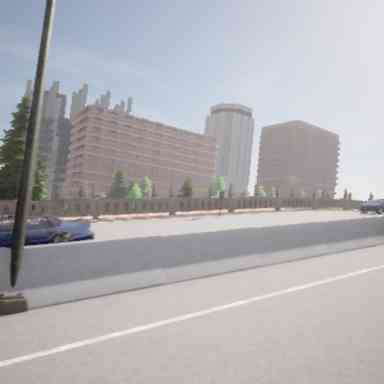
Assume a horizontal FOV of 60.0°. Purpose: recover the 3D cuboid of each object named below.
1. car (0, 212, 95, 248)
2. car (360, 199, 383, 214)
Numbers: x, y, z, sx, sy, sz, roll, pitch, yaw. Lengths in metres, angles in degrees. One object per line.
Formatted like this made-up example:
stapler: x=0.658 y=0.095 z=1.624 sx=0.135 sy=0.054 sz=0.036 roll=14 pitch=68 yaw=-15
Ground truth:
car: x=-6.423 y=1.472 z=12.295 sx=5.357 sy=1.411 sz=2.033 roll=0 pitch=0 yaw=-34
car: x=19.064 y=1.446 z=33.807 sx=5.008 sy=1.535 sz=1.882 roll=3 pitch=-1 yaw=-34
